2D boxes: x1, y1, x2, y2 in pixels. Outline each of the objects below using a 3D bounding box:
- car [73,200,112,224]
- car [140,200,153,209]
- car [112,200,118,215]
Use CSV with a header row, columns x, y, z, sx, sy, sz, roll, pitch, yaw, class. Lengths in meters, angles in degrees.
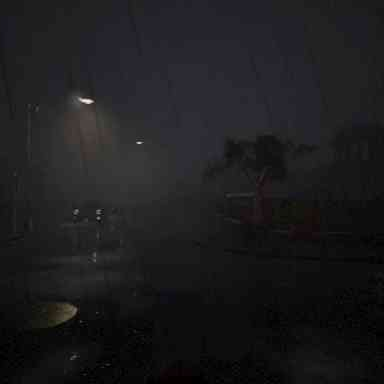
x,y,z,sx,sy,sz,roll,pitch,yaw,class
-7.852,1.456,26.064,2.097,1.767,4.553,0,0,-7,car
-6.581,1.826,48.099,1.895,1.301,4.718,0,0,-8,car
-9.215,1.657,36.342,1.837,1.490,4.892,0,0,-7,car
